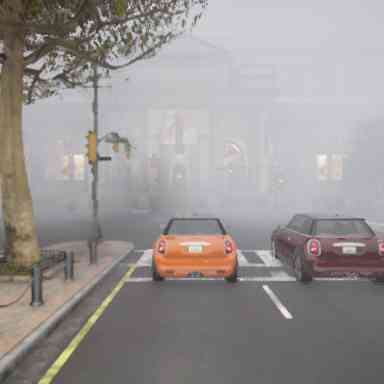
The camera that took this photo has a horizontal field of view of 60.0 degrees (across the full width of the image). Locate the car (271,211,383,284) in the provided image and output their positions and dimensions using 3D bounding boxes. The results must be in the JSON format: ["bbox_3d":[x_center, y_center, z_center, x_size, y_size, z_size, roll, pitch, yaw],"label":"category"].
[{"bbox_3d":[3.747,1.372,9.835,2.097,1.767,4.553,0,0,3],"label":"car"}]

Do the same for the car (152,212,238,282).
[{"bbox_3d":[0.058,1.372,9.954,2.097,1.767,4.553,0,0,-1],"label":"car"}]
